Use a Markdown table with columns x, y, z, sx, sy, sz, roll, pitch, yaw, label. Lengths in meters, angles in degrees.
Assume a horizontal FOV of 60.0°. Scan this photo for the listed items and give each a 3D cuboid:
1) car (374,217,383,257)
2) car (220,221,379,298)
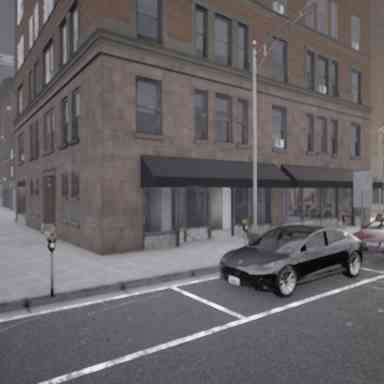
| x | y | z | sx | sy | sz | roll | pitch | yaw | label |
| --- | --- | --- | --- | --- | --- | --- | --- | --- | --- |
| 7.128 | 1.552 | 11.753 | 4.206 | 1.307 | 1.802 | 0 | 0 | -36 | car |
| 2.679 | 1.549 | 8.517 | 4.313 | 1.339 | 1.947 | 0 | 0 | -36 | car |
